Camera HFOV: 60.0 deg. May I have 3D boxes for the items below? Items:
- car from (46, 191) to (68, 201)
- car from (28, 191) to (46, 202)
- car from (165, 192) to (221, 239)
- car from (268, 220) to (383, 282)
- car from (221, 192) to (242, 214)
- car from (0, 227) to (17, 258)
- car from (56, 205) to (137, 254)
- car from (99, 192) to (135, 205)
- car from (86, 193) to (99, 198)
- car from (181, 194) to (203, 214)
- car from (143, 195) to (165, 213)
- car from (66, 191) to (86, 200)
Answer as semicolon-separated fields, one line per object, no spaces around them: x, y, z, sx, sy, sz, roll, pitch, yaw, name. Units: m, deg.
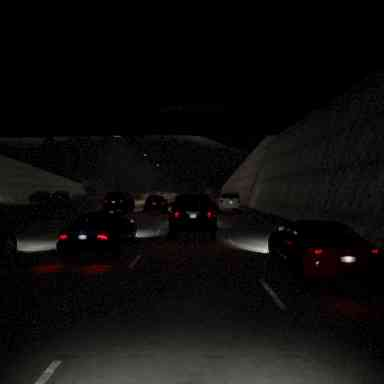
-24.699;0.771;62.438;2.150;2.045;5.566;0;1;0;car
-28.195;0.772;61.850;2.150;2.045;5.566;0;1;0;car
0.038;1.093;16.768;2.150;2.045;5.566;0;0;0;car
3.559;1.487;9.578;1.994;1.385;4.181;0;0;0;car
3.487;0.970;32.481;2.150;2.045;5.566;0;0;0;car
-6.942;1.439;9.497;1.837;1.490;4.892;0;1;0;car
-3.448;1.451;12.950;2.033;1.411;5.357;0;0;0;car
-7.012;0.980;32.349;2.150;2.045;5.566;0;0;0;car
-17.718;1.041;62.292;1.837;1.490;4.892;0;0;0;car
-0.016;1.099;33.109;2.097;1.767;4.553;0;0;0;car
-3.516;1.102;33.089;2.097;1.767;4.553;0;0;0;car
-21.209;1.045;62.259;2.128;1.511;4.902;0;0;0;car
